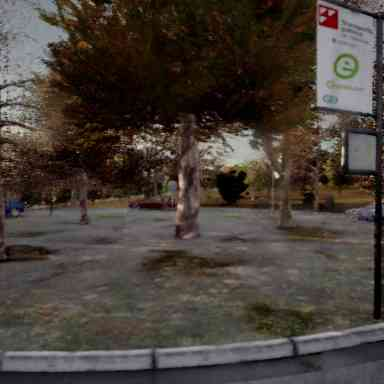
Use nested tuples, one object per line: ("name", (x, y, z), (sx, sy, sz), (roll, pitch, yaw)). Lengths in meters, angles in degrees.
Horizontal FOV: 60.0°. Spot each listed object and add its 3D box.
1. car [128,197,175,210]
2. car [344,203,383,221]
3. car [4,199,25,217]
("car", (-4.066, 1.166, 33.707), (4.718, 1.301, 1.895), (0, 0, -6))
("car", (13.520, 1.451, 23.617), (2.033, 1.411, 5.357), (0, 0, -21))
("car", (-15.806, 1.212, 26.077), (1.882, 1.535, 5.008), (0, 0, 34))
